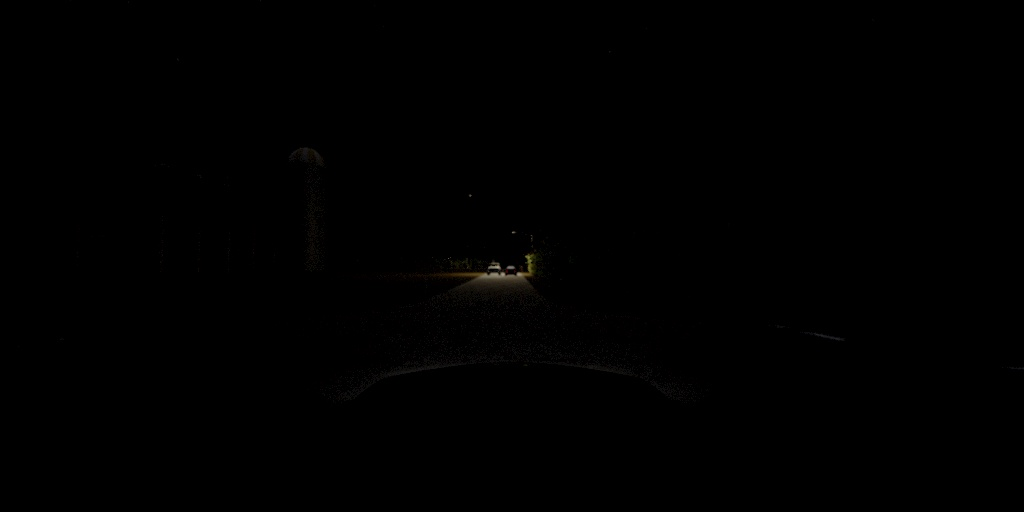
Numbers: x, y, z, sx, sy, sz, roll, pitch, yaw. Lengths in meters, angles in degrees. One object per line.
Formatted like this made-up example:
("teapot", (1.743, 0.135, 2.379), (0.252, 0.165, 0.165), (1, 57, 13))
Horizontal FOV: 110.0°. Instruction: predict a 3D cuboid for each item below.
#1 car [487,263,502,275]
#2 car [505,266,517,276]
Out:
("car", (-2.938, 2.160, 59.948), (2.150, 2.045, 5.566), (0, -1, 0))
("car", (-0.172, 2.440, 55.422), (1.895, 1.301, 4.718), (0, -1, 0))
